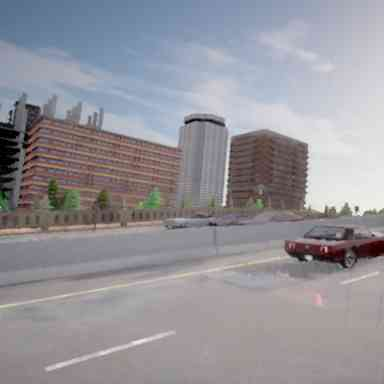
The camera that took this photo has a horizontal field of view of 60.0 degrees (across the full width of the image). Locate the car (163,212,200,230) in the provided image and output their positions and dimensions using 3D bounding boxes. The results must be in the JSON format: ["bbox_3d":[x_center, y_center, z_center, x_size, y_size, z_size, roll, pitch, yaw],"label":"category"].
[{"bbox_3d":[0.182,2.249,25.646,4.718,1.301,1.895,0,-2,-36],"label":"car"}]

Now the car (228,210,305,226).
[{"bbox_3d":[4.875,1.923,20.411,5.008,1.535,1.882,0,-2,-36],"label":"car"}]

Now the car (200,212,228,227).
[{"bbox_3d":[2.996,2.112,23.366,4.181,1.385,1.994,0,-2,-36],"label":"car"}]

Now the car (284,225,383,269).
[{"bbox_3d":[5.551,1.827,12.010,4.718,1.301,1.895,0,-2,-36],"label":"car"}]
